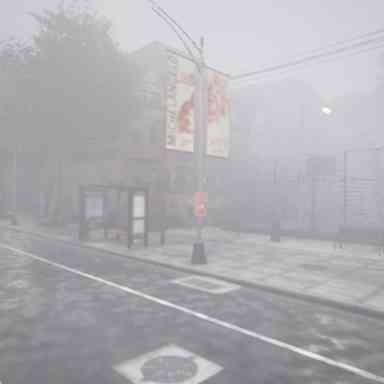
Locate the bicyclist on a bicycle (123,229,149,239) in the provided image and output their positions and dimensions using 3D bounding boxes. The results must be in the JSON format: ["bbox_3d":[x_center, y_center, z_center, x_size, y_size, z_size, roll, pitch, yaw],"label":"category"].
[{"bbox_3d":[-2.919,1.610,17.411,0.582,1.620,1.656,0,-1,45],"label":"bicyclist on a bicycle"}]
